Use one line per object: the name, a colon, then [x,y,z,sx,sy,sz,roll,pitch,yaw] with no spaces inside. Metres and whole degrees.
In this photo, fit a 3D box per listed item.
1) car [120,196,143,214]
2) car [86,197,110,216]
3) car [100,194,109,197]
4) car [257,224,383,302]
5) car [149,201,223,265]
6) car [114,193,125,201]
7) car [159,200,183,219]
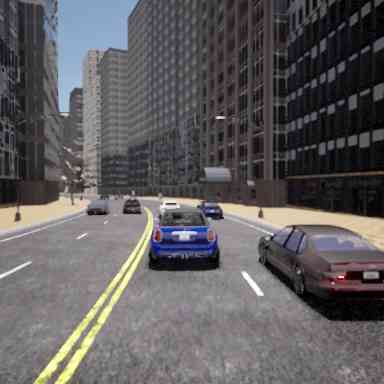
car: [-6.142,1.455,34.224,1.837,1.490,4.892,0,0,-9]
car: [-9.217,1.512,33.024,2.033,1.411,5.357,0,0,-9]
car: [-19.333,1.186,73.497,1.882,1.535,5.008,0,0,-19]
car: [3.112,1.527,8.452,2.033,1.411,5.357,0,0,-2]
car: [-0.326,1.332,11.795,2.097,1.767,4.553,0,0,-3]
car: [-16.287,1.035,74.630,2.097,1.767,4.553,0,0,-19]
car: [-1.942,1.472,29.253,1.812,1.442,4.674,0,0,-7]
